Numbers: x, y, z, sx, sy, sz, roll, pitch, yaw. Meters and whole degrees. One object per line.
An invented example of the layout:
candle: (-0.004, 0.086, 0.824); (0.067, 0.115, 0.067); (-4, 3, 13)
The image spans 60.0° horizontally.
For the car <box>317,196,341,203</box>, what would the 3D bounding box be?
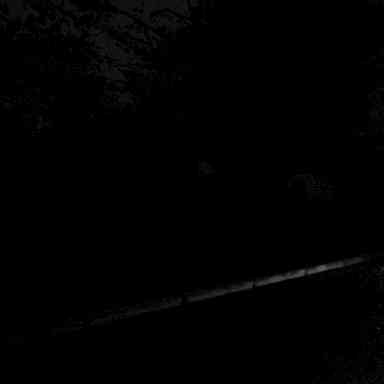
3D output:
car: (32.224, 1.823, 78.364); (2.097, 1.535, 5.008); (0, 0, -36)

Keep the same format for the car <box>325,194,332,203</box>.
car: (27.695, 1.609, 75.121); (2.435, 2.045, 5.566); (-1, 0, -36)

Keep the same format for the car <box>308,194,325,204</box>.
car: (25.538, 1.629, 73.562); (2.435, 2.045, 5.566); (-1, 0, -36)

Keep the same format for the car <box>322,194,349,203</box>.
car: (34.468, 1.555, 80.014); (2.435, 2.045, 5.566); (0, 0, -36)
